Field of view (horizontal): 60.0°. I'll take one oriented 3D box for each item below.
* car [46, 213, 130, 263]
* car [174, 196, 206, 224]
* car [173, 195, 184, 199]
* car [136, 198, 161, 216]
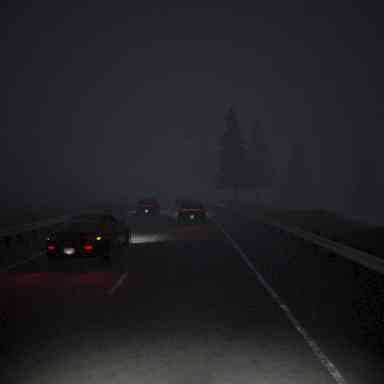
[{"bbox_3d":[-3.404,1.437,11.516,1.812,1.442,4.674,0,0,0],"label":"car"},{"bbox_3d":[-0.063,1.317,23.202,2.128,1.511,4.902,0,1,-1],"label":"car"},{"bbox_3d":[-1.262,1.162,41.559,1.882,1.535,5.008,0,1,-6],"label":"car"},{"bbox_3d":[-3.826,1.281,29.486,1.837,1.490,4.892,0,0,-3],"label":"car"}]
